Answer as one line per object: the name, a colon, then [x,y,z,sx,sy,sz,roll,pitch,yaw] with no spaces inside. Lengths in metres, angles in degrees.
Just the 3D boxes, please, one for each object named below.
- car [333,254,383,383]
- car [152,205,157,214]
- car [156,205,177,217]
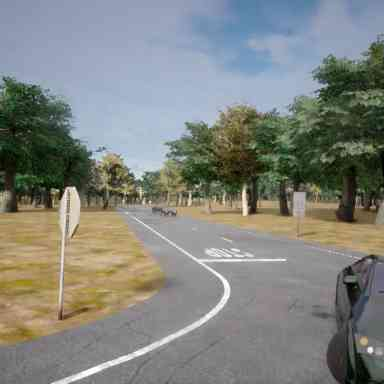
car: [3.130,1.643,4.656,1.994,1.385,4.181,1,-1,22]
car: [-5.751,2.962,56.899,1.882,1.535,5.008,3,-2,-14]
car: [-3.489,2.851,48.054,1.895,1.301,4.718,3,-2,-13]
